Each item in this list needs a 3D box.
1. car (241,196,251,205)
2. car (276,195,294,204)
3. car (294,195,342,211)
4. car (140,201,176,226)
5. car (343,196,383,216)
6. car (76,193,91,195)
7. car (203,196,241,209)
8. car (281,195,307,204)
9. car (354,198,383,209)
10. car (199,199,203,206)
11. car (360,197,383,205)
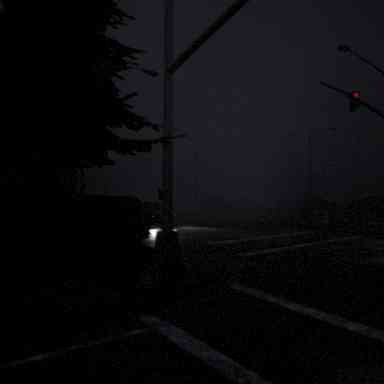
[{"bbox_3d":[7.822,1.420,56.836,2.152,1.636,5.027,0,0,-36],"label":"car"},{"bbox_3d":[18.191,1.431,64.331,1.905,1.878,3.866,0,0,-36],"label":"car"},{"bbox_3d":[15.462,1.344,40.908,1.932,1.855,4.605,0,0,-36],"label":"car"},{"bbox_3d":[-2.913,1.383,21.940,1.837,1.490,4.892,0,0,-36],"label":"car"},{"bbox_3d":[17.407,1.301,32.607,1.905,1.878,3.866,0,0,-36],"label":"car"},{"bbox_3d":[-11.120,1.101,33.384,2.150,2.045,5.566,0,-1,-36],"label":"car"},{"bbox_3d":[3.971,1.497,44.955,2.007,1.523,4.514,0,0,-36],"label":"car"},{"bbox_3d":[20.305,1.471,66.367,1.932,1.855,4.605,0,0,-36],"label":"car"},{"bbox_3d":[25.973,1.629,47.628,2.007,1.523,4.514,0,0,-36],"label":"car"},{"bbox_3d":[2.810,1.455,52.814,1.970,1.475,3.806,0,0,-36],"label":"car"},{"bbox_3d":[37.376,1.865,69.381,1.970,1.475,3.806,0,0,-36],"label":"car"}]
